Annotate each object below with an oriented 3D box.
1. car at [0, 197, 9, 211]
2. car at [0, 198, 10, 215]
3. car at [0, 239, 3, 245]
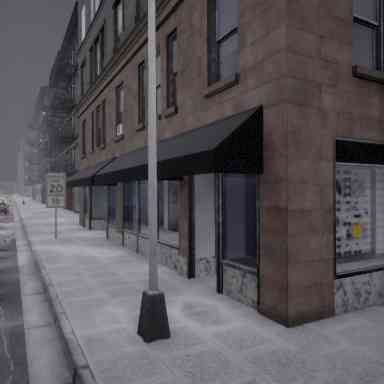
[{"bbox_3d":[-24.409,1.468,42.406,1.882,1.535,5.008,0,0,-28],"label":"car"},{"bbox_3d":[-19.388,1.488,33.265,2.128,1.511,4.902,0,0,-28],"label":"car"},{"bbox_3d":[-5.137,1.507,6.961,1.837,1.490,4.892,0,0,-29],"label":"car"}]
